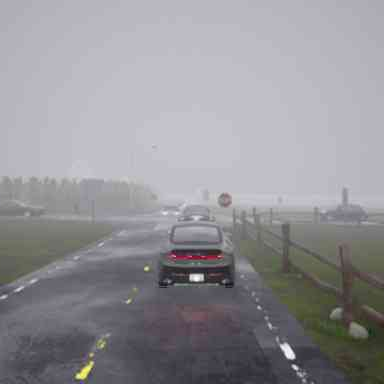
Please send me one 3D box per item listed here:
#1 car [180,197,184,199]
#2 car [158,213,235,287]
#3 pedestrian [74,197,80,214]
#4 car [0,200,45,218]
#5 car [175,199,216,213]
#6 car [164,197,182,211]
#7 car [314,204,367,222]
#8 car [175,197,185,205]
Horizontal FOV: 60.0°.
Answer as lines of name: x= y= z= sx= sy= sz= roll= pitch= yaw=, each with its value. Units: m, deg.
car: x=-2.787 y=1.991 z=62.080 sx=1.882 sy=1.535 sz=5.008 roll=0 pitch=-1 yaw=0
car: x=0.106 y=1.587 z=9.559 sx=1.837 sy=1.490 sz=4.892 roll=0 pitch=0 yaw=0
pedestrian: x=-12.159 y=1.427 z=35.187 sx=0.375 sy=1.860 sz=0.375 roll=0 pitch=-2 yaw=0
car: x=-15.519 y=1.454 z=29.160 sx=5.008 sy=1.535 sz=1.882 roll=1 pitch=-1 yaw=1
car: x=0.396 y=1.520 z=20.200 sx=2.097 sy=1.767 sz=4.553 roll=0 pitch=0 yaw=4
car: x=-2.821 y=1.865 z=46.777 sx=1.882 sy=1.535 sz=5.008 roll=0 pitch=0 yaw=0
car: x=14.330 y=1.914 z=32.227 sx=4.553 sy=1.767 sz=2.097 roll=1 pitch=-1 yaw=0
car: x=-2.728 y=1.975 z=77.323 sx=2.097 sy=1.767 sz=4.553 roll=0 pitch=0 yaw=0
